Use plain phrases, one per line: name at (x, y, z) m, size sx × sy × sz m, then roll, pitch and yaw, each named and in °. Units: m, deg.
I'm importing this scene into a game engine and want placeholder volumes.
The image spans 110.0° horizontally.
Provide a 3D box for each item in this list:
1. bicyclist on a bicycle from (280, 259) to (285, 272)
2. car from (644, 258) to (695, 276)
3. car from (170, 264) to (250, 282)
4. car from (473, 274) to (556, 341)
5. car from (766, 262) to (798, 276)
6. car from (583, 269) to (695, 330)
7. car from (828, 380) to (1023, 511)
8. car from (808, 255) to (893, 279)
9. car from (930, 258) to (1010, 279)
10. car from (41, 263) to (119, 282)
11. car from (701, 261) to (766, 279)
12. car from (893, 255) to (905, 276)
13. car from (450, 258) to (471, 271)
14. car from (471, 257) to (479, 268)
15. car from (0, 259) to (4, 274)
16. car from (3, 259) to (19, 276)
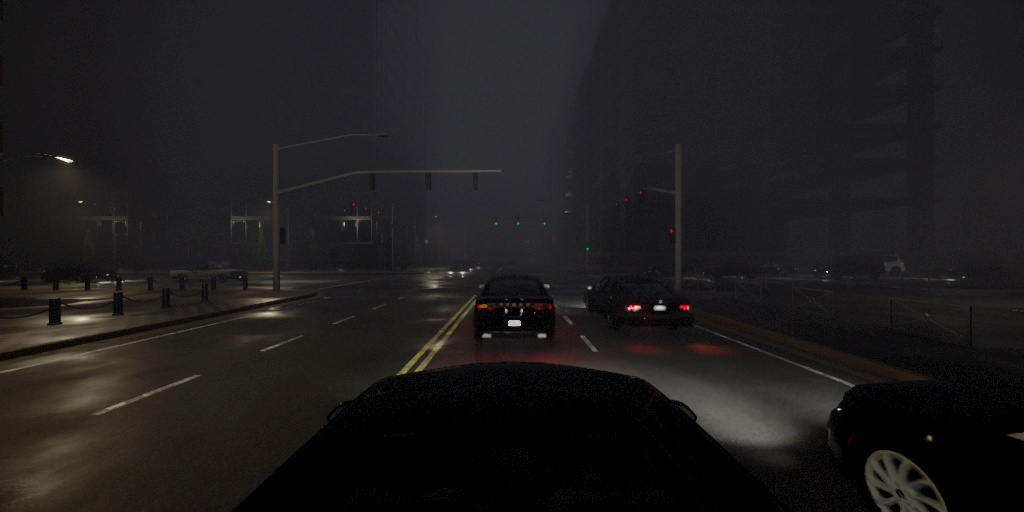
bicyclist on a bicycle at (-25.405, 0.995, 39.319) m, size 0.582 × 1.620 × 1.656 m, roll 0°, pitch 0°, yaw 0°
car at (15.232, 1.046, 35.012) m, size 4.553 × 1.767 × 2.097 m, roll 0°, pitch 0°, yaw 0°
car at (-22.946, 1.295, 27.355) m, size 4.718 × 1.301 × 1.895 m, roll 0°, pitch 0°, yaw 0°
car at (0.066, 1.228, 9.910) m, size 1.882 × 1.535 × 5.008 m, roll 0°, pitch 0°, yaw 0°
car at (24.701, 1.242, 35.024) m, size 5.357 × 1.411 × 2.033 m, roll 0°, pitch 0°, yaw 0°
car at (3.576, 1.298, 11.133) m, size 2.033 × 1.411 × 5.357 m, roll 0°, pitch 0°, yaw 0°
car at (3.601, 1.255, 1.006) m, size 1.837 × 1.490 × 4.892 m, roll 0°, pitch 0°, yaw 0°
car at (29.423, 0.916, 31.538) m, size 5.566 × 2.045 × 2.150 m, roll 0°, pitch 0°, yaw 0°
car at (39.915, 1.172, 31.554) m, size 5.008 × 1.535 × 1.882 m, roll 0°, pitch 0°, yaw 0°
car at (-32.914, 1.258, 27.390) m, size 4.181 × 1.385 × 1.994 m, roll 0°, pitch 0°, yaw -1°
car at (19.157, 1.220, 31.484) m, size 4.674 × 1.442 × 1.812 m, roll 0°, pitch 0°, yaw 0°
car at (34.892, 0.916, 35.053) m, size 5.566 × 2.045 × 2.150 m, roll 0°, pitch 0°, yaw 0°
car at (-7.090, 1.227, 48.495) m, size 1.882 × 1.535 × 5.008 m, roll 0°, pitch 0°, yaw 0°
car at (-7.076, 1.297, 59.008) m, size 2.033 × 1.411 × 5.357 m, roll 0°, pitch 0°, yaw 0°
car at (-42.867, 1.198, 27.510) m, size 4.892 × 1.490 × 1.837 m, roll 0°, pitch 0°, yaw 1°
car at (-51.174, 1.046, 34.769) m, size 4.553 × 1.767 × 2.097 m, roll 0°, pitch 0°, yaw 1°
